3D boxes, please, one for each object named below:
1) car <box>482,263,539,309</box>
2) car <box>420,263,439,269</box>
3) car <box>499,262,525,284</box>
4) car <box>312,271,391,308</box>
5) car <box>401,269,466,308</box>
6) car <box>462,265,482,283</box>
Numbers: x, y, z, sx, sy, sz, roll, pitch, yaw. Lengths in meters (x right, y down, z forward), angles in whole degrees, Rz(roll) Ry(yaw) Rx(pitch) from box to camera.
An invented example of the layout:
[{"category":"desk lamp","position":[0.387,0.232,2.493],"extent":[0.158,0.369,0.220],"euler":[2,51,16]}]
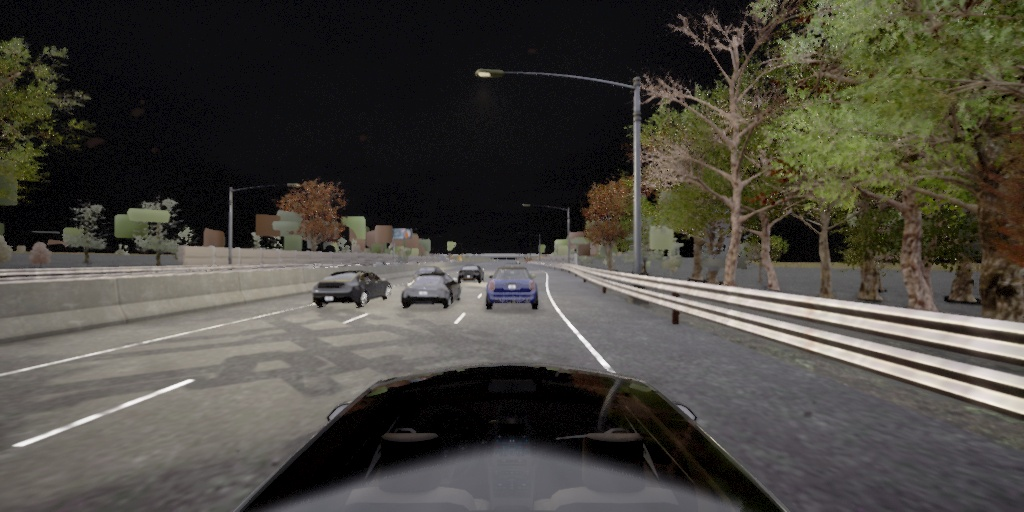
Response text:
[{"category":"car","position":[0.005,1.235,15.917],"extent":[2.097,1.767,4.553],"euler":[0,-1,0]},{"category":"car","position":[-6.994,1.582,30.830],"extent":[2.033,1.411,5.357],"euler":[0,-1,0]},{"category":"car","position":[0.007,1.385,30.918],"extent":[2.097,1.767,4.553],"euler":[0,-1,0]},{"category":"car","position":[-6.994,1.395,16.146],"extent":[1.837,1.490,4.892],"euler":[0,0,0]},{"category":"car","position":[-3.493,1.451,16.129],"extent":[1.994,1.385,4.181],"euler":[0,-1,0]},{"category":"car","position":[-3.488,1.517,31.324],"extent":[1.882,1.535,5.008],"euler":[0,0,0]}]
